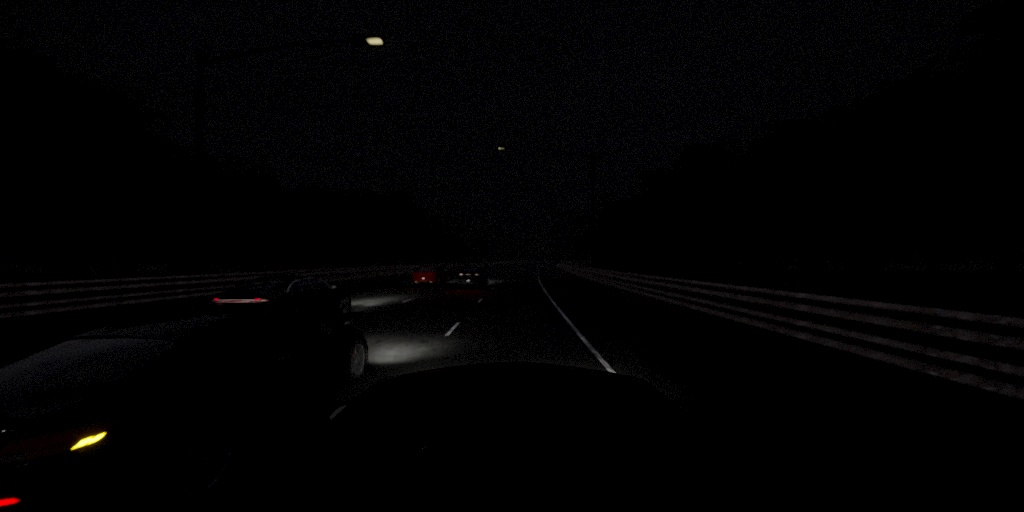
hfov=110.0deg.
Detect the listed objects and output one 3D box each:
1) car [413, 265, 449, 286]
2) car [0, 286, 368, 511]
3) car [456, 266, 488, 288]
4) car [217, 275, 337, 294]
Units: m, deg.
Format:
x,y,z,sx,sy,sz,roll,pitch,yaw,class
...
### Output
x,y,z,sx,sy,sz,roll,pitch,yaw,class
-6.315,1.495,28.365,1.882,1.535,5.008,0,-1,2,car
-3.382,1.298,4.237,1.812,1.442,4.674,0,-1,0,car
-2.879,1.499,26.735,2.128,1.511,4.902,0,-1,2,car
-6.808,1.334,11.156,2.128,1.511,4.902,0,-1,1,car
